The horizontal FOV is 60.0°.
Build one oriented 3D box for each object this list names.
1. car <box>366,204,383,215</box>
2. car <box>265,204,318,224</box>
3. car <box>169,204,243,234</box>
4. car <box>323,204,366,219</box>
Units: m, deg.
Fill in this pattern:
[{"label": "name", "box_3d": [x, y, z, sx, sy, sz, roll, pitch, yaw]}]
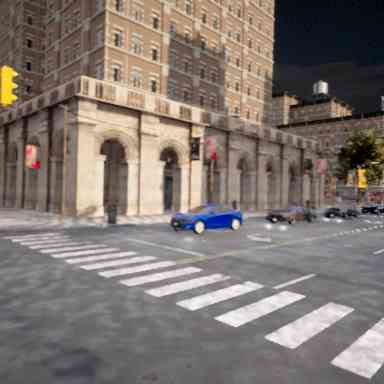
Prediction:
[{"label": "car", "box_3d": [22.236, 2.090, 40.339, 4.718, 1.301, 1.895, 1, 0, -45]}, {"label": "car", "box_3d": [7.977, 1.694, 26.239, 5.357, 1.411, 2.033, 1, 0, -44]}, {"label": "car", "box_3d": [0.923, 1.454, 19.280, 5.008, 1.535, 1.882, 1, 0, -45]}, {"label": "car", "box_3d": [15.142, 1.866, 33.311, 5.357, 1.411, 2.033, 1, 0, -45]}]
